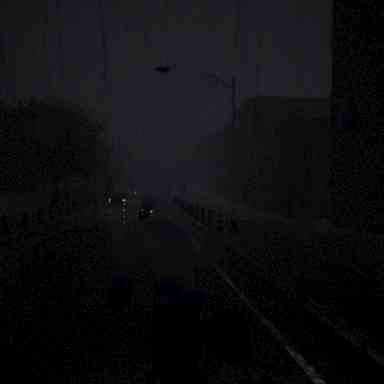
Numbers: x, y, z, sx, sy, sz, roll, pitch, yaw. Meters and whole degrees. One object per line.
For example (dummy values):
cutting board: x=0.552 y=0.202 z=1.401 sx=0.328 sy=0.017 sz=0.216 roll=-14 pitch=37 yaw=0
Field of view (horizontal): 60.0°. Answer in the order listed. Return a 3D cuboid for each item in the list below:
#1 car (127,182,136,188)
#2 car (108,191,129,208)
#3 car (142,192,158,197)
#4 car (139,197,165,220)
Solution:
car: x=-14.259 y=-1.650 z=78.759 sx=1.895 sy=1.301 sz=4.718 roll=-1 pitch=4 yaw=-14
car: x=-8.625 y=0.841 z=39.049 sx=2.097 sy=1.767 sz=4.553 roll=-1 pitch=3 yaw=-8
car: x=-5.316 y=0.798 z=42.152 sx=1.882 sy=1.535 sz=5.008 roll=-1 pitch=3 yaw=-8
car: x=-3.212 y=1.417 z=26.488 sx=1.994 sy=1.385 sz=4.181 roll=-1 pitch=1 yaw=-8
